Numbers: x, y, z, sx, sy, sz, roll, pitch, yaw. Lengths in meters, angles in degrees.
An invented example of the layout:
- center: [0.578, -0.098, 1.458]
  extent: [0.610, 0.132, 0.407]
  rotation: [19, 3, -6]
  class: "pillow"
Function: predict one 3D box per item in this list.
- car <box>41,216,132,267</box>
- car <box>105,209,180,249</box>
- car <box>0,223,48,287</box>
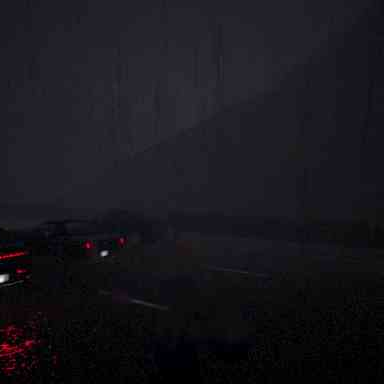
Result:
- center: [-4.504, 1.596, 11.501]
  extent: [4.718, 1.301, 1.895]
  rotation: [0, 0, 35]
  class: "car"
- center: [-2.831, 1.472, 14.605]
  extent: [5.008, 1.535, 1.882]
  rotation: [0, 0, 35]
  class: "car"
- center: [-5.816, 1.501, 8.137]
  extent: [4.892, 1.490, 1.837]
  rotation: [0, 0, 35]
  class: "car"
